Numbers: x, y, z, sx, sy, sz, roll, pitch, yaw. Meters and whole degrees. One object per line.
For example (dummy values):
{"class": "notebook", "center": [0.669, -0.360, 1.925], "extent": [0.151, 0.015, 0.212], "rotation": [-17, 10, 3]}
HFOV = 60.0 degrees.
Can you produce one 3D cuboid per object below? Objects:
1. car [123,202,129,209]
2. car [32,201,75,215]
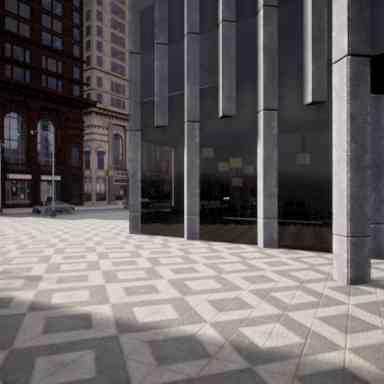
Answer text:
{"class": "car", "center": [-7.263, 1.602, 45.443], "extent": [1.837, 1.490, 4.892], "rotation": [0, 0, 36]}
{"class": "car", "center": [-14.601, 1.625, 35.196], "extent": [1.994, 1.385, 4.181], "rotation": [0, 0, 36]}
